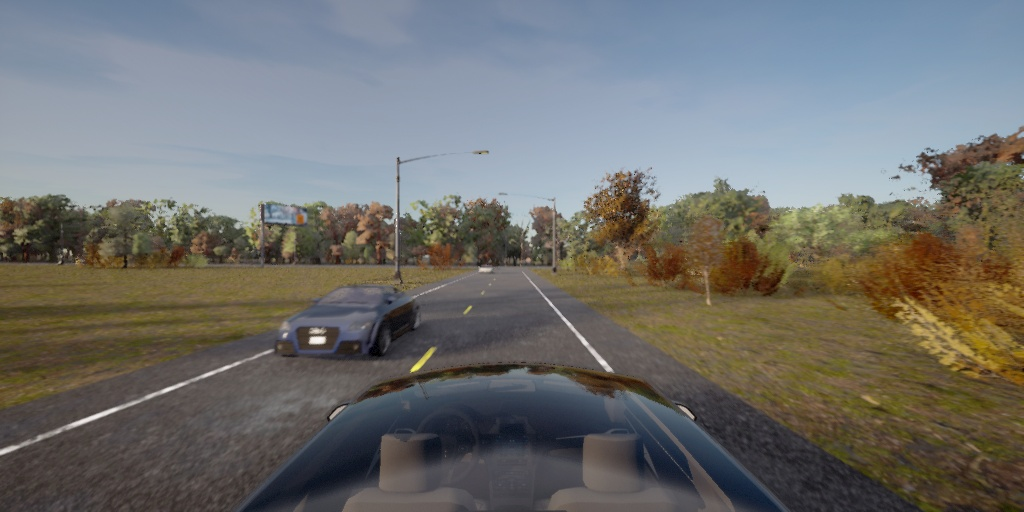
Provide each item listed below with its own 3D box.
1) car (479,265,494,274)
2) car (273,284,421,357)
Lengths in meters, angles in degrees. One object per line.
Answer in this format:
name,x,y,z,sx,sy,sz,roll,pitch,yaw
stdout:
car,-3.584,1.865,50.331,1.895,1.301,4.718,0,-1,0
car,-3.601,1.392,8.632,1.994,1.385,4.181,0,-1,0
